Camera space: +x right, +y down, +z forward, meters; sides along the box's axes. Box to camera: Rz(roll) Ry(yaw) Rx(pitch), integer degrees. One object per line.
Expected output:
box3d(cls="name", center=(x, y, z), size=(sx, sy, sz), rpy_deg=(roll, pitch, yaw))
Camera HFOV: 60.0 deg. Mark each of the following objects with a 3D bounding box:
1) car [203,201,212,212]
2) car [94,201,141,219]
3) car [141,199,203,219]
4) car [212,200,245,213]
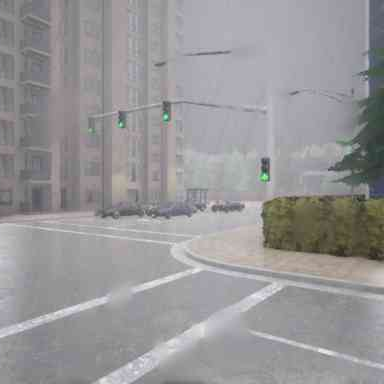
box3d(cls="car", center=(-0.270, 1.492, 37.206), size=(2.128, 1.511, 4.902), rpy_deg=(0, 0, 36))
box3d(cls="car", center=(-5.960, 1.547, 29.407), size=(2.033, 1.411, 5.357), rpy_deg=(0, 0, 36))
box3d(cls="car", center=(-1.624, 1.547, 29.414), size=(2.033, 1.411, 5.357), rpy_deg=(0, 0, 36))
box3d(cls="car", center=(4.029, 1.601, 37.158), size=(1.895, 1.301, 4.718), rpy_deg=(0, 0, 36))
